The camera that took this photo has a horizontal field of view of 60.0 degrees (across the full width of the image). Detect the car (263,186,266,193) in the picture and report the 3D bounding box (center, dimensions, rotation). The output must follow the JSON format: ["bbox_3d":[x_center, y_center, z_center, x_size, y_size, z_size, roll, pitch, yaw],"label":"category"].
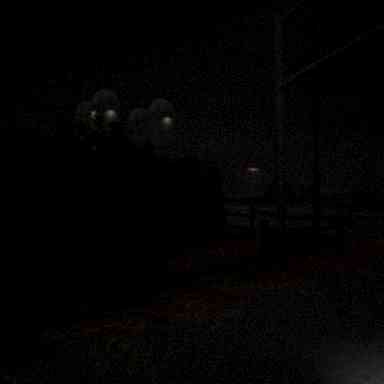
[{"bbox_3d":[19.731,-0.572,87.063,1.905,1.878,3.866,5,4,11],"label":"car"}]
